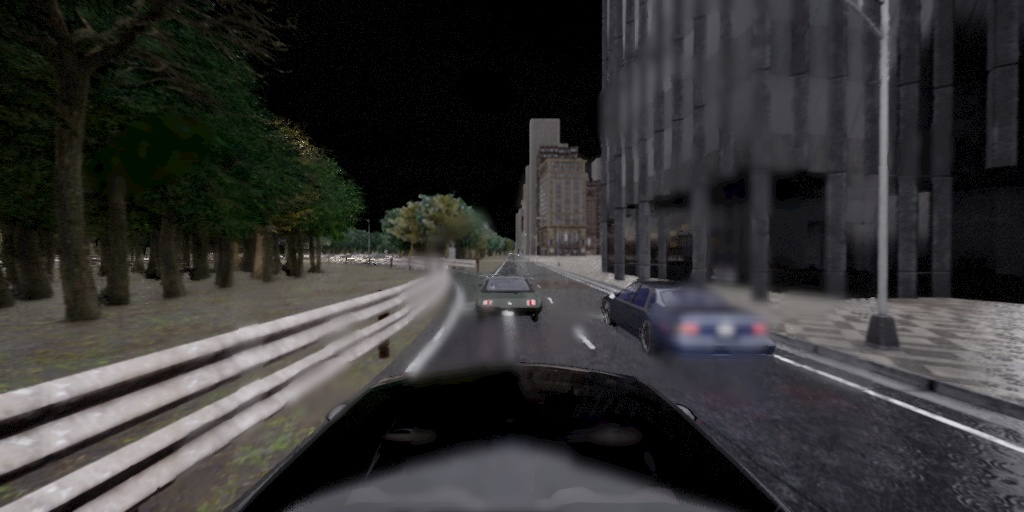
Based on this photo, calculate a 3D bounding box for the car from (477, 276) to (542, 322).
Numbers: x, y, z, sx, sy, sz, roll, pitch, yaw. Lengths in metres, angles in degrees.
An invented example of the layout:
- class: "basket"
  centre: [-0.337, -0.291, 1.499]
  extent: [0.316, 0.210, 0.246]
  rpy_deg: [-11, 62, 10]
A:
- class: "car"
  centre: [-0.221, 1.346, 12.307]
  extent: [1.895, 1.301, 4.718]
  rpy_deg: [0, 0, -4]

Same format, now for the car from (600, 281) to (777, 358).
- class: "car"
  centre: [3.598, 1.294, 8.535]
  extent: [2.033, 1.411, 5.357]
  rpy_deg: [0, 0, 0]
